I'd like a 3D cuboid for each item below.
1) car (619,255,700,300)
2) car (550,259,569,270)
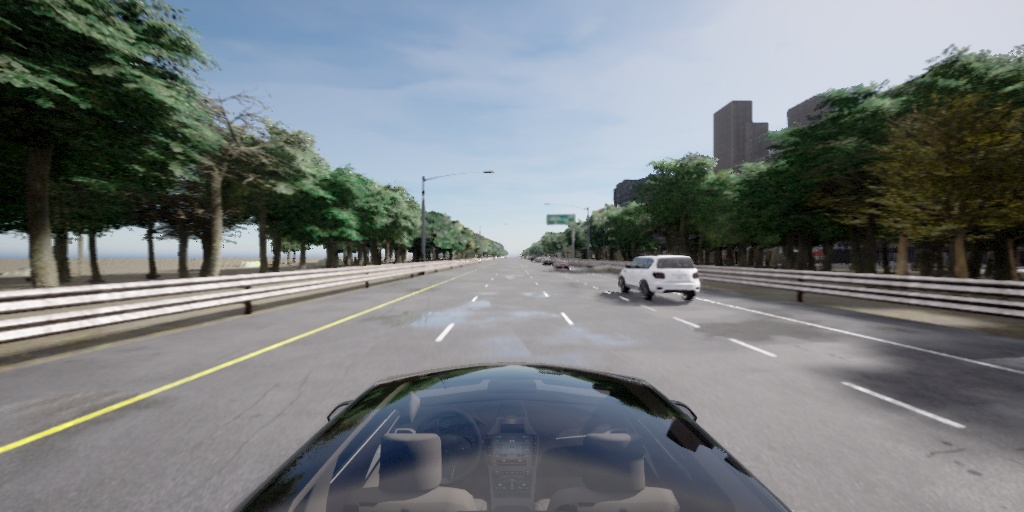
[{"bbox_3d":[7.017,0.981,17.699,2.150,2.045,5.566,0,0,0],"label":"car"},{"bbox_3d":[7.153,1.359,52.656,1.895,1.301,4.718,0,0,0],"label":"car"}]
